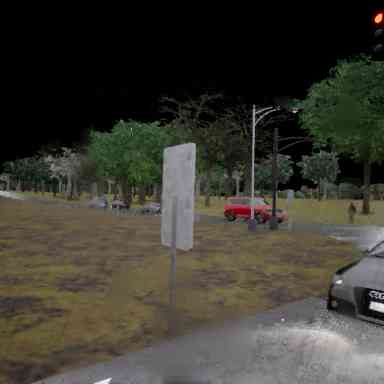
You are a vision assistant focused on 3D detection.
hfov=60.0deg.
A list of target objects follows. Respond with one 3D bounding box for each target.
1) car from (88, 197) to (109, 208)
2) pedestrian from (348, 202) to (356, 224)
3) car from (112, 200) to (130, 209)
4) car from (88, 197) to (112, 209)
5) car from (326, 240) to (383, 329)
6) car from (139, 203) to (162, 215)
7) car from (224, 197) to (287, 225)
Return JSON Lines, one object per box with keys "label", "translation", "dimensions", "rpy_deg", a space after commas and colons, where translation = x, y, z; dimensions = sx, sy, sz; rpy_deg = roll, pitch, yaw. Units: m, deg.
{"label": "car", "translation": [-18.385, 1.963, 65.208], "dimensions": [2.150, 2.045, 5.566], "rpy_deg": [3, -2, -36]}
{"label": "pedestrian", "translation": [13.334, 1.718, 27.800], "dimensions": [0.375, 1.860, 0.375], "rpy_deg": [2, -1, -36]}
{"label": "car", "translation": [-12.297, 2.188, 56.728], "dimensions": [1.837, 1.490, 4.892], "rpy_deg": [3, -2, -36]}
{"label": "car", "translation": [-15.763, 2.051, 55.375], "dimensions": [2.128, 1.511, 4.902], "rpy_deg": [3, -2, -36]}
{"label": "car", "translation": [4.353, 1.569, 6.353], "dimensions": [4.181, 1.385, 1.994], "rpy_deg": [0, 0, -41]}
{"label": "car", "translation": [-4.589, 1.973, 39.690], "dimensions": [1.994, 1.385, 4.181], "rpy_deg": [3, -2, -36]}
{"label": "car", "translation": [4.881, 1.445, 26.544], "dimensions": [2.150, 2.045, 5.566], "rpy_deg": [3, -2, -35]}
